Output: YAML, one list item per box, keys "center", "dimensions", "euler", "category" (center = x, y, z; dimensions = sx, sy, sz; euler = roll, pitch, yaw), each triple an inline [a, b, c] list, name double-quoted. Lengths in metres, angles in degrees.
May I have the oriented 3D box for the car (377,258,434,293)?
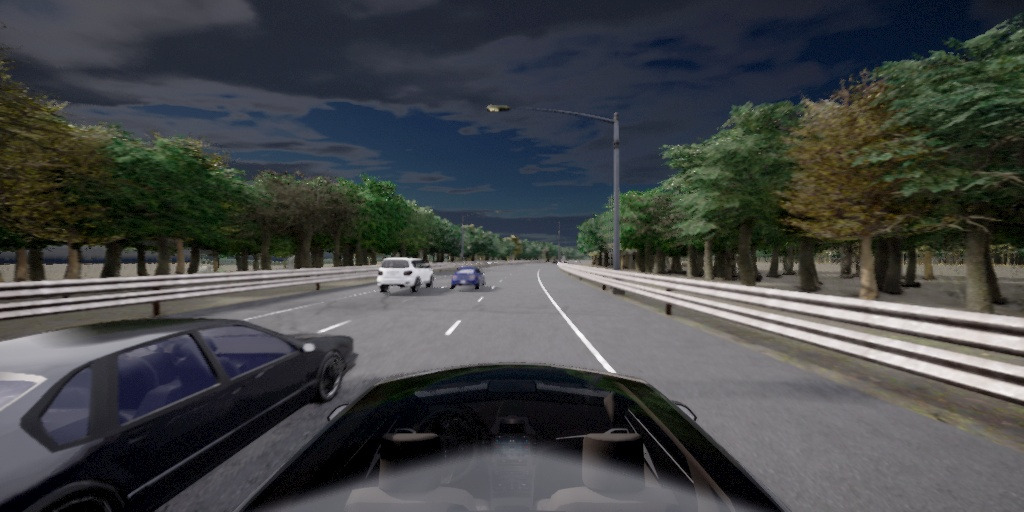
- center: [-6.546, 1.137, 22.636]
  dimensions: [2.150, 2.045, 5.566]
  euler: [0, 0, 2]
  category: "car"

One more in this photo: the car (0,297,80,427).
- center: [-6.896, 1.270, 2.632]
  dimensions: [1.812, 1.442, 4.674]
  euler: [0, -1, 0]
  category: "car"

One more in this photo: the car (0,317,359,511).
- center: [-3.390, 1.306, 3.324]
  dimensions: [2.033, 1.411, 5.357]
  euler: [0, 0, 0]
  category: "car"

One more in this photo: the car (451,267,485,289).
- center: [-2.969, 1.464, 24.638]
  dimensions: [1.812, 1.442, 4.674]
  euler: [0, 0, 2]
  category: "car"
